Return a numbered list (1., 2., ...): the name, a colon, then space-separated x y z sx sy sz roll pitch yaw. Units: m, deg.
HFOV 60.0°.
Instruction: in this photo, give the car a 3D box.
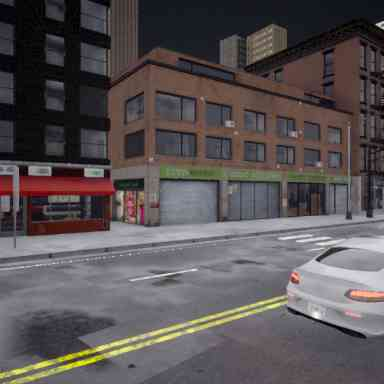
1. car: 3.719 1.526 6.094 4.674 1.442 1.812 0 0 -34
